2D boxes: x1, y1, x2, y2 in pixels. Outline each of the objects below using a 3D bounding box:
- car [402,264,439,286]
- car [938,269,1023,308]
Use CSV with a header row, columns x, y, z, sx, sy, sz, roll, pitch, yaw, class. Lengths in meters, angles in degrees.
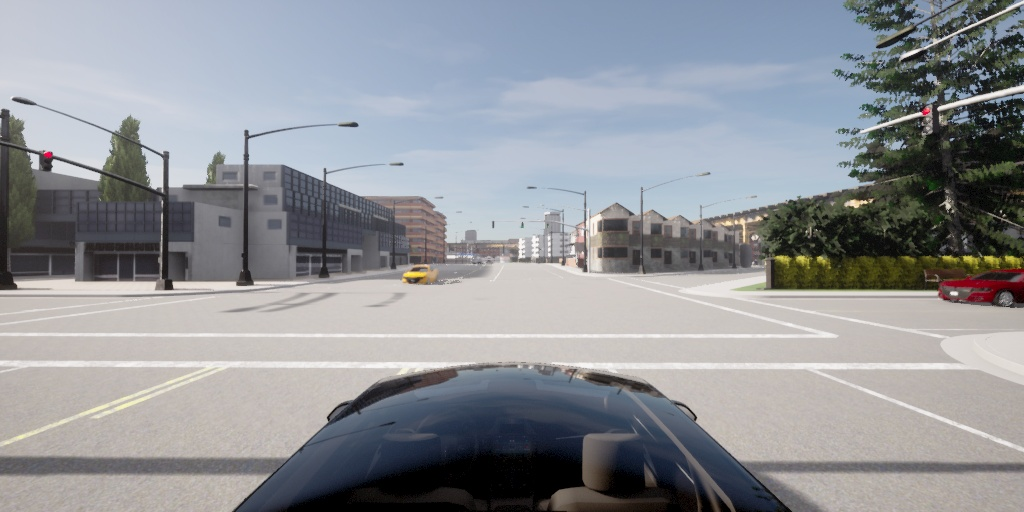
x,y,z,sx,sy,sz,roll,pitch,yaw,class
-7.011,1.454,27.881,1.882,1.535,5.008,0,1,0,car
21.047,1.299,15.025,5.008,1.535,1.882,0,-1,0,car
